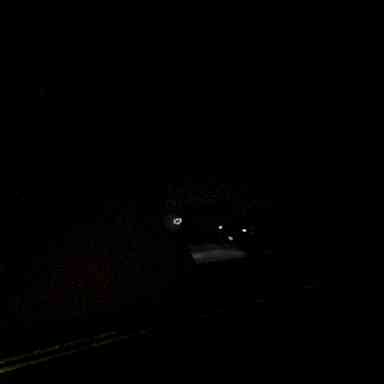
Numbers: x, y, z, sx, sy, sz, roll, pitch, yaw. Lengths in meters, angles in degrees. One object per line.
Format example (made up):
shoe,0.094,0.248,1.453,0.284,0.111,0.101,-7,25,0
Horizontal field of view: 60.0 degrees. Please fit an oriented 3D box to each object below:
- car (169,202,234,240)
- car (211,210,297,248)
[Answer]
car,0.396,1.356,17.173,4.553,1.767,2.097,0,0,-36
car,3.401,1.606,15.018,4.718,1.301,1.895,0,0,-36
